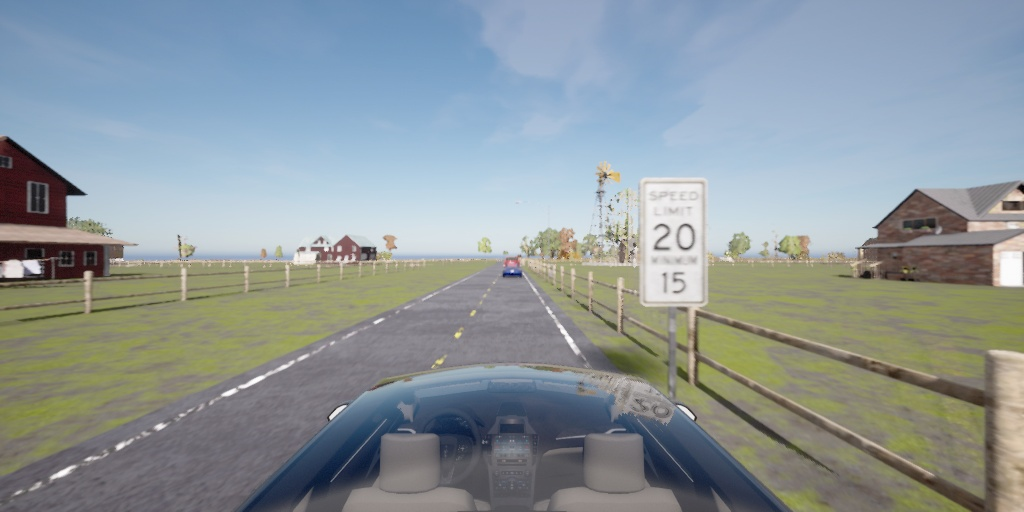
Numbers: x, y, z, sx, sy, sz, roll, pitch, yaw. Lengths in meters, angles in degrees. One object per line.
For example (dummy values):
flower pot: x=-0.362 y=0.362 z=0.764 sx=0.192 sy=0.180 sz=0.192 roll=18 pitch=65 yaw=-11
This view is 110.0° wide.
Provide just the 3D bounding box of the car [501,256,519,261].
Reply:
car: x=0.018 y=1.061 z=47.800 sx=2.150 sy=2.045 sz=5.566 roll=0 pitch=0 yaw=0

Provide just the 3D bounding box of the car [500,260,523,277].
car: x=0.048 y=1.380 z=35.898 sx=1.994 sy=1.385 sz=4.181 roll=0 pitch=0 yaw=1
